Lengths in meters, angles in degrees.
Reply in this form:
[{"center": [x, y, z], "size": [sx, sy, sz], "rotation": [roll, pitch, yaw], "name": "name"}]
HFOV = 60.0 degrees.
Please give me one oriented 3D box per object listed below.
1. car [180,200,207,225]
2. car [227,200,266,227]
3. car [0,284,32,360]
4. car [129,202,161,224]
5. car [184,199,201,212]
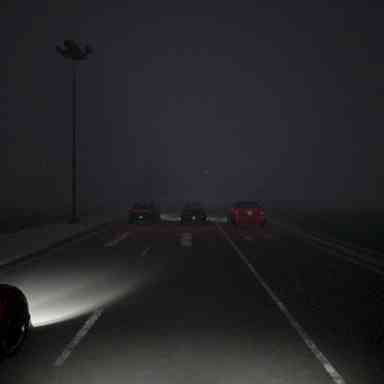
[{"center": [0.085, 1.503, 23.921], "size": [1.812, 1.442, 4.674], "rotation": [0, 0, -1], "name": "car"}, {"center": [3.600, 1.331, 22.827], "size": [2.097, 1.767, 4.553], "rotation": [0, 0, 0], "name": "car"}, {"center": [-3.399, 1.561, 3.305], "size": [1.994, 1.385, 4.181], "rotation": [0, 0, 0], "name": "car"}, {"center": [-3.397, 1.468, 24.629], "size": [2.128, 1.511, 4.902], "rotation": [0, 0, 0], "name": "car"}, {"center": [0.084, 1.564, 39.039], "size": [1.895, 1.301, 4.718], "rotation": [0, 0, 0], "name": "car"}]
